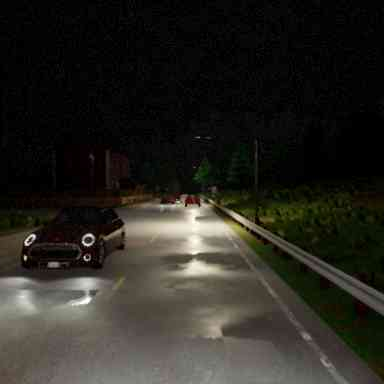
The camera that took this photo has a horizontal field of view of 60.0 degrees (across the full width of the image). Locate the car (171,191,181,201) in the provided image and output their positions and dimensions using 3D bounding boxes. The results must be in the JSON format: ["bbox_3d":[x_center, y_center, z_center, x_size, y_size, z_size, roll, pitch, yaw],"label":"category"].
[{"bbox_3d":[-3.505,0.729,67.751,2.150,2.045,5.566,0,0,0],"label":"car"}]

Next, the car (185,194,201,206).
[{"bbox_3d":[0.096,1.020,46.276,2.097,1.767,4.553,0,0,0],"label":"car"}]

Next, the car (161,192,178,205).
[{"bbox_3d":[-3.577,1.121,49.722,1.882,1.535,5.008,0,0,0],"label":"car"}]

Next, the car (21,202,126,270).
[{"bbox_3d":[-3.563,1.274,10.826,2.097,1.767,4.553,0,0,0],"label":"car"}]
